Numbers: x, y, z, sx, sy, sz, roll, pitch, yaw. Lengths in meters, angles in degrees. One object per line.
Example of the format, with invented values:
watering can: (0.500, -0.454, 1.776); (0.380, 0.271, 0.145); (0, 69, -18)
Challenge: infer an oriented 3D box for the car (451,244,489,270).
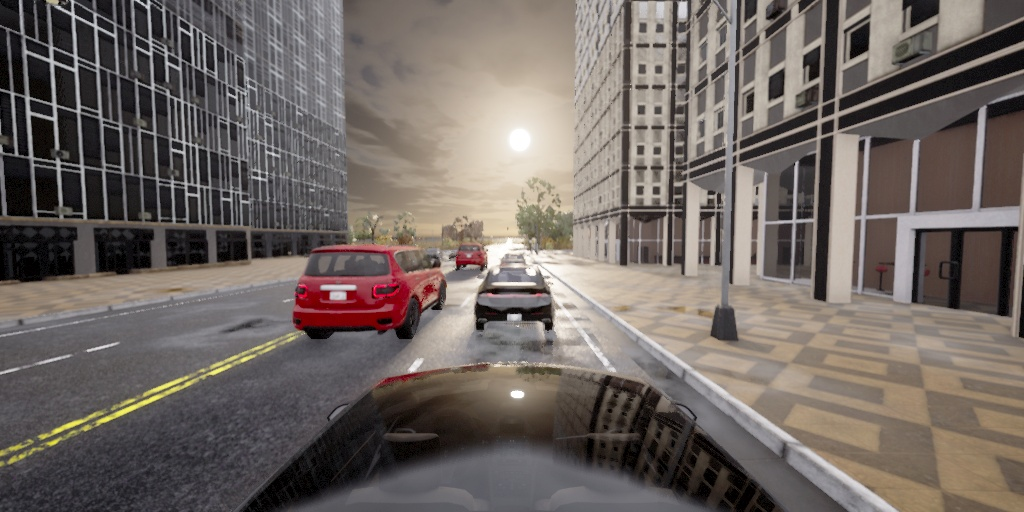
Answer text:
car: (-3.160, 0.023, 29.011); (2.150, 2.045, 5.566); (0, 2, 0)

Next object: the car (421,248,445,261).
car: (-9.830, -0.247, 44.855); (1.837, 1.490, 4.892); (0, 2, 0)

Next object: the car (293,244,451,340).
car: (-3.178, 0.714, 9.206); (2.150, 2.045, 5.566); (0, 2, 0)

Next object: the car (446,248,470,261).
car: (-6.585, -0.186, 44.286); (2.033, 1.411, 5.357); (0, 2, 0)

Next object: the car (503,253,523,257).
car: (0.071, 0.479, 25.328); (2.033, 1.411, 5.357); (0, 2, 0)

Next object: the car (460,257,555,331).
car: (0.064, 0.962, 9.813); (2.128, 1.511, 4.902); (0, 2, 0)
